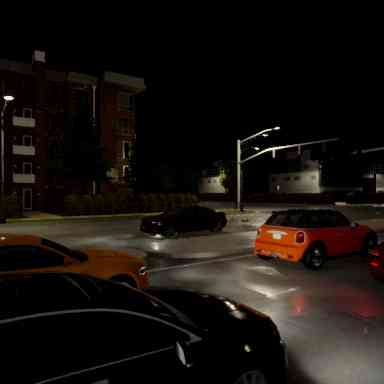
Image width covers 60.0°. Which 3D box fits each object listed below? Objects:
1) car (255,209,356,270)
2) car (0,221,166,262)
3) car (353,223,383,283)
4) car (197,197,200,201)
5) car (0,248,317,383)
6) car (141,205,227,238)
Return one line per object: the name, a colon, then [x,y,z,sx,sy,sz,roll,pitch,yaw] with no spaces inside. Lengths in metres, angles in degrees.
car: [4.278,1.352,11.209,4.553,1.767,2.097,0,0,-35]
car: [-3.147,1.478,5.803,5.008,1.535,1.882,0,0,-35]
car: [6.262,1.526,8.332,4.674,1.442,1.812,0,0,-34]
car: [0.018,1.524,79.059,1.812,1.442,4.674,0,0,-35]
car: [-1.208,1.505,2.888,4.892,1.490,1.837,0,0,-36]
car: [-0.358,1.477,17.906,5.008,1.535,1.882,0,0,-36]
